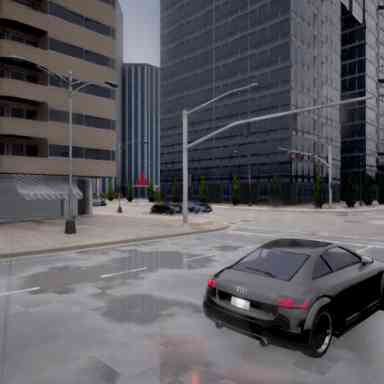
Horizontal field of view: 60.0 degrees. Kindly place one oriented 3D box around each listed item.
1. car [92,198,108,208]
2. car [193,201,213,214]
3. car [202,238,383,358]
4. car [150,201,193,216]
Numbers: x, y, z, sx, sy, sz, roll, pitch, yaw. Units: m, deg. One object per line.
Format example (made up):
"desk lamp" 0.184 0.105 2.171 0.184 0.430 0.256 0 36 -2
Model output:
"car" -14.541 1.619 50.295 4.181 1.385 1.994 0 0 45
"car" 0.224 1.619 35.789 4.181 1.385 1.994 0 0 44
"car" 2.163 1.564 6.140 4.181 1.385 1.994 0 0 -43
"car" -2.339 1.619 33.401 4.181 1.385 1.994 0 0 44
